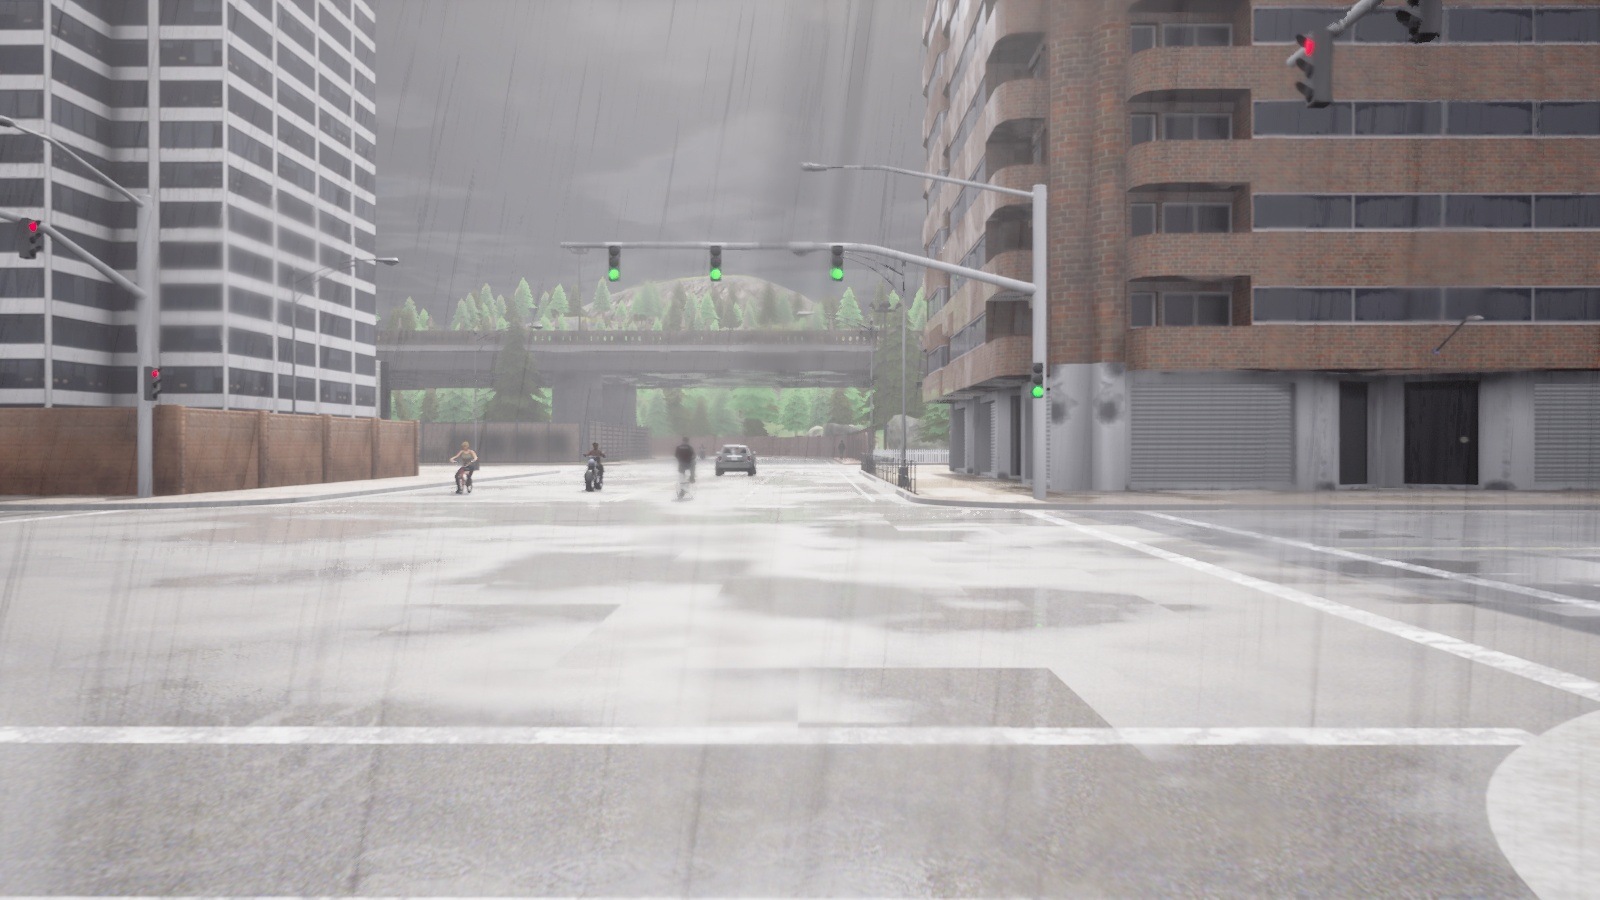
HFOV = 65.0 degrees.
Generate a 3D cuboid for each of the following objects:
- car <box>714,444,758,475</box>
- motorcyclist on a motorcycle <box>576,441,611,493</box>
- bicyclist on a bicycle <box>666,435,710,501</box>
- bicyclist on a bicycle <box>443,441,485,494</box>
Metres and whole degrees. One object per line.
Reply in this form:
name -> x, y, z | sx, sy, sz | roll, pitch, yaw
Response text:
car -> -3.140, 0.463, 62.194 | 1.970, 1.475, 3.806 | 0, 0, 0
motorcyclist on a motorcycle -> -6.756, 0.529, 41.220 | 0.766, 1.649, 2.350 | 0, 0, 0
bicyclist on a bicycle -> -3.109, 0.477, 34.903 | 0.659, 1.776, 1.843 | 1, 1, 13
bicyclist on a bicycle -> -10.267, 0.523, 38.432 | 0.866, 1.612, 1.509 | 0, 0, 1
